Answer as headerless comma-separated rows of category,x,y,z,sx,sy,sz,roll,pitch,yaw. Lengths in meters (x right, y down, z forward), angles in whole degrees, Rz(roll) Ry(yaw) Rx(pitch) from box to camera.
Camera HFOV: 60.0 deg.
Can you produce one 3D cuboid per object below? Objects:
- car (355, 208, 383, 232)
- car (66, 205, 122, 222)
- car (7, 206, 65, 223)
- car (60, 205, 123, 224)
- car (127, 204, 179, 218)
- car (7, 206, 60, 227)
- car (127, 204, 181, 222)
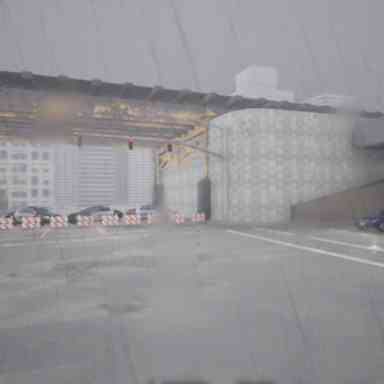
car,12.875,1.743,21.684,4.674,1.442,1.812,0,-1,-20
car,-8.381,1.784,28.856,1.853,1.218,4.536,-1,-1,35
car,-12.835,1.797,27.393,4.536,1.218,1.853,-1,-1,25
car,-8.410,1.942,28.811,2.038,1.542,4.974,-1,-1,35
car,-3.606,1.783,31.240,4.536,1.218,1.853,-1,-1,10
car,-12.786,1.954,27.369,4.974,1.542,2.038,-1,-1,25
car,-3.554,1.940,31.228,4.974,1.542,2.038,-1,-1,10
